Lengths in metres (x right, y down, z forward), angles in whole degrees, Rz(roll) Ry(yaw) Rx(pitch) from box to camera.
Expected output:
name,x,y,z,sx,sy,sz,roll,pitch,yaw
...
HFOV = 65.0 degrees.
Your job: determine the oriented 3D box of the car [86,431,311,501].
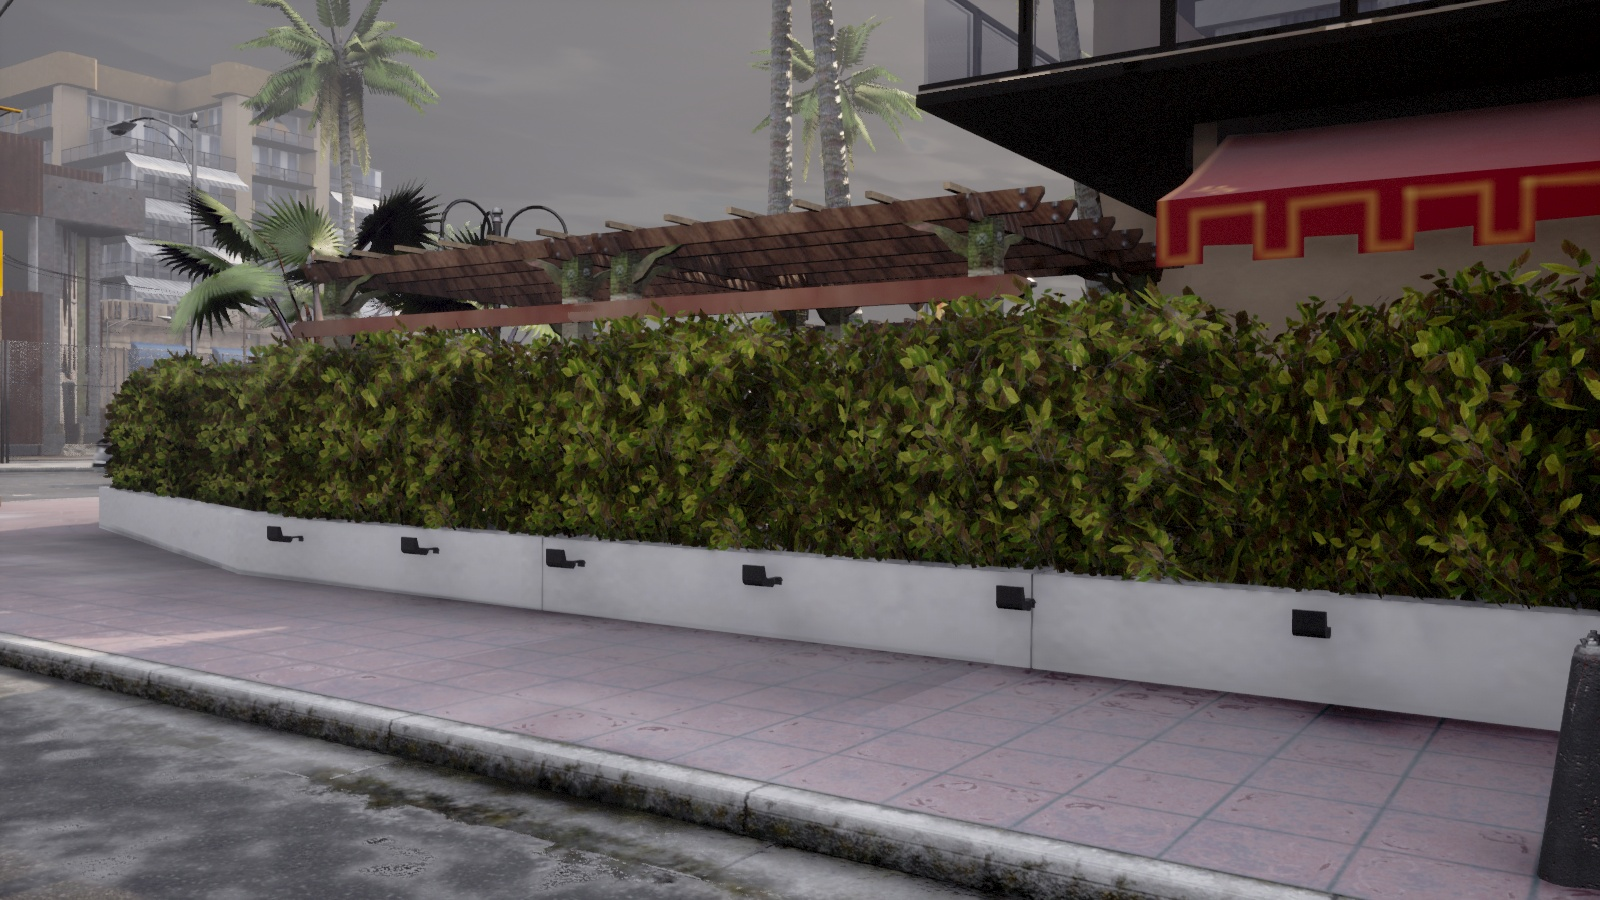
name,x,y,z,sx,sy,sz,roll,pitch,yaw
car,-15.540,0.357,32.647,2.033,1.649,4.856,0,1,44
